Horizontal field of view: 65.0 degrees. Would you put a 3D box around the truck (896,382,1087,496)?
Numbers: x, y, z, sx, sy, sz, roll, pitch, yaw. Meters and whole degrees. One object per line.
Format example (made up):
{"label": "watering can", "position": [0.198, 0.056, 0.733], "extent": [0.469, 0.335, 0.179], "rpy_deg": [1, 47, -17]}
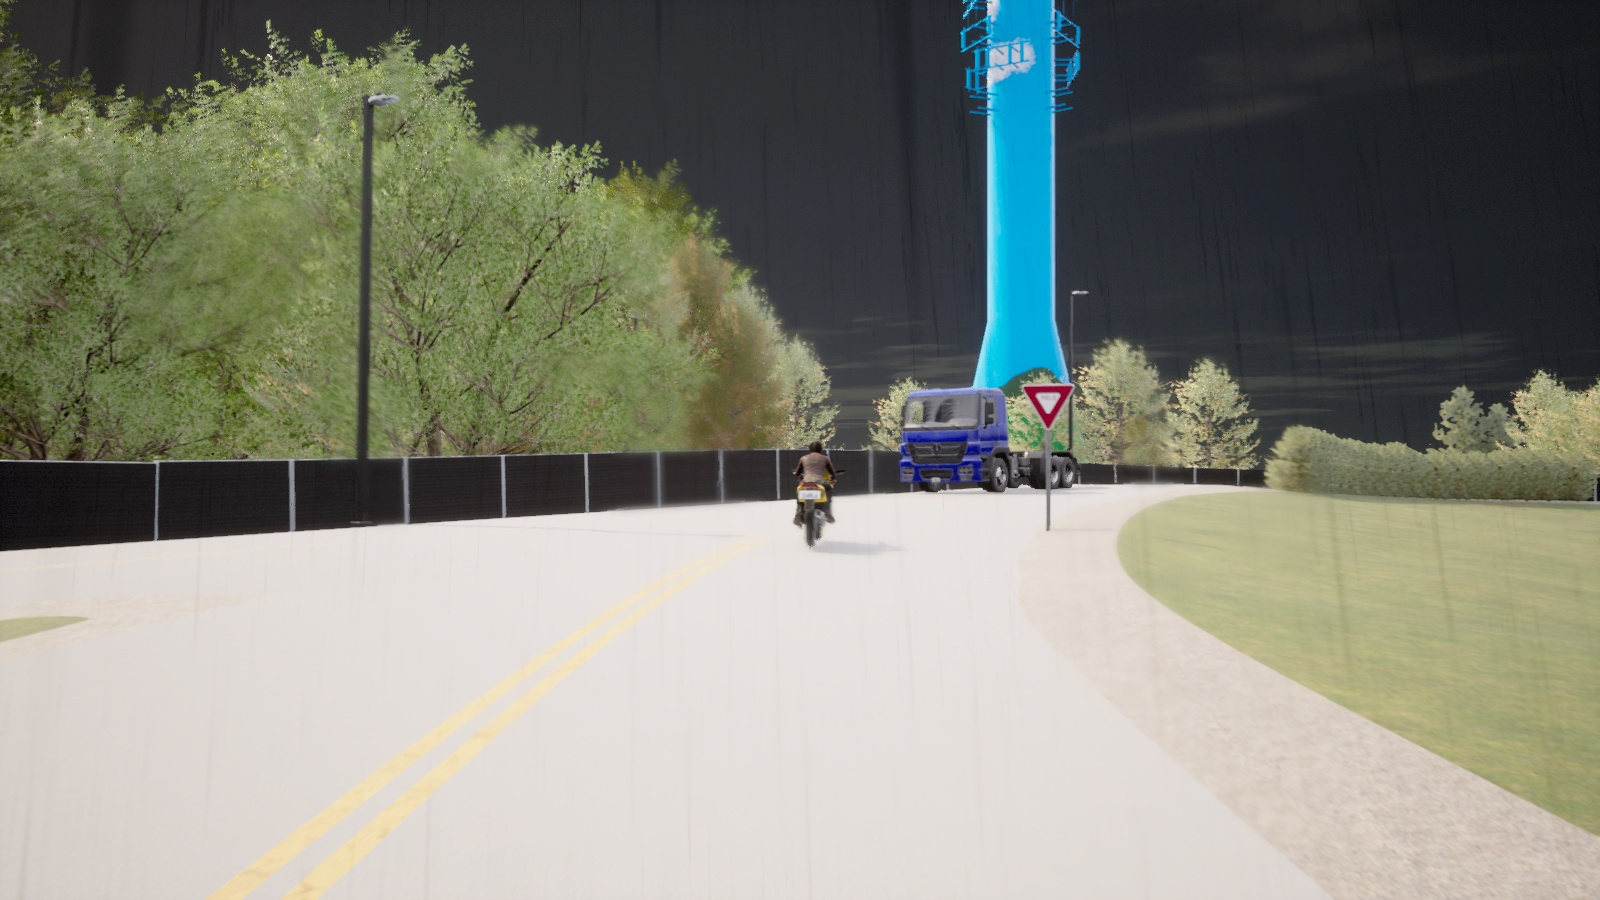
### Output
{"label": "truck", "position": [6.596, -0.337, 42.146], "extent": [2.891, 3.462, 7.936], "rpy_deg": [-1, 0, 37]}

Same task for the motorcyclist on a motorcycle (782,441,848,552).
{"label": "motorcyclist on a motorcycle", "position": [0.244, 0.634, 18.298], "extent": [0.797, 1.523, 2.044], "rpy_deg": [0, 0, 6]}
